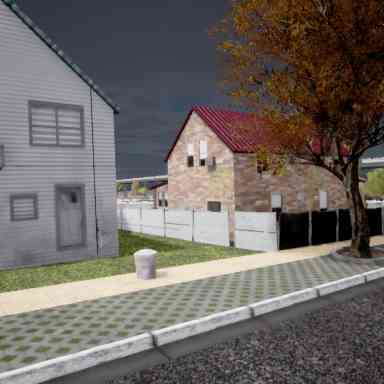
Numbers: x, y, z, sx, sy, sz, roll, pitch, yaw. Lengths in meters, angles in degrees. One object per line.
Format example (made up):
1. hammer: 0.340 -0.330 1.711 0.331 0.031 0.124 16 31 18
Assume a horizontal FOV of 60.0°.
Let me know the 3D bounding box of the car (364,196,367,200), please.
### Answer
1. car: 28.658 1.926 59.432 1.812 1.442 4.674 -2 -1 1

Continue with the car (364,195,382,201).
1. car: 31.936 1.808 60.820 1.837 1.490 4.892 -2 -1 1

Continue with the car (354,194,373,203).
1. car: 38.559 1.441 74.901 2.097 1.767 4.553 -2 0 0

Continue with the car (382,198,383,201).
1. car: 35.225 1.578 64.814 2.097 1.767 4.553 -2 0 0
